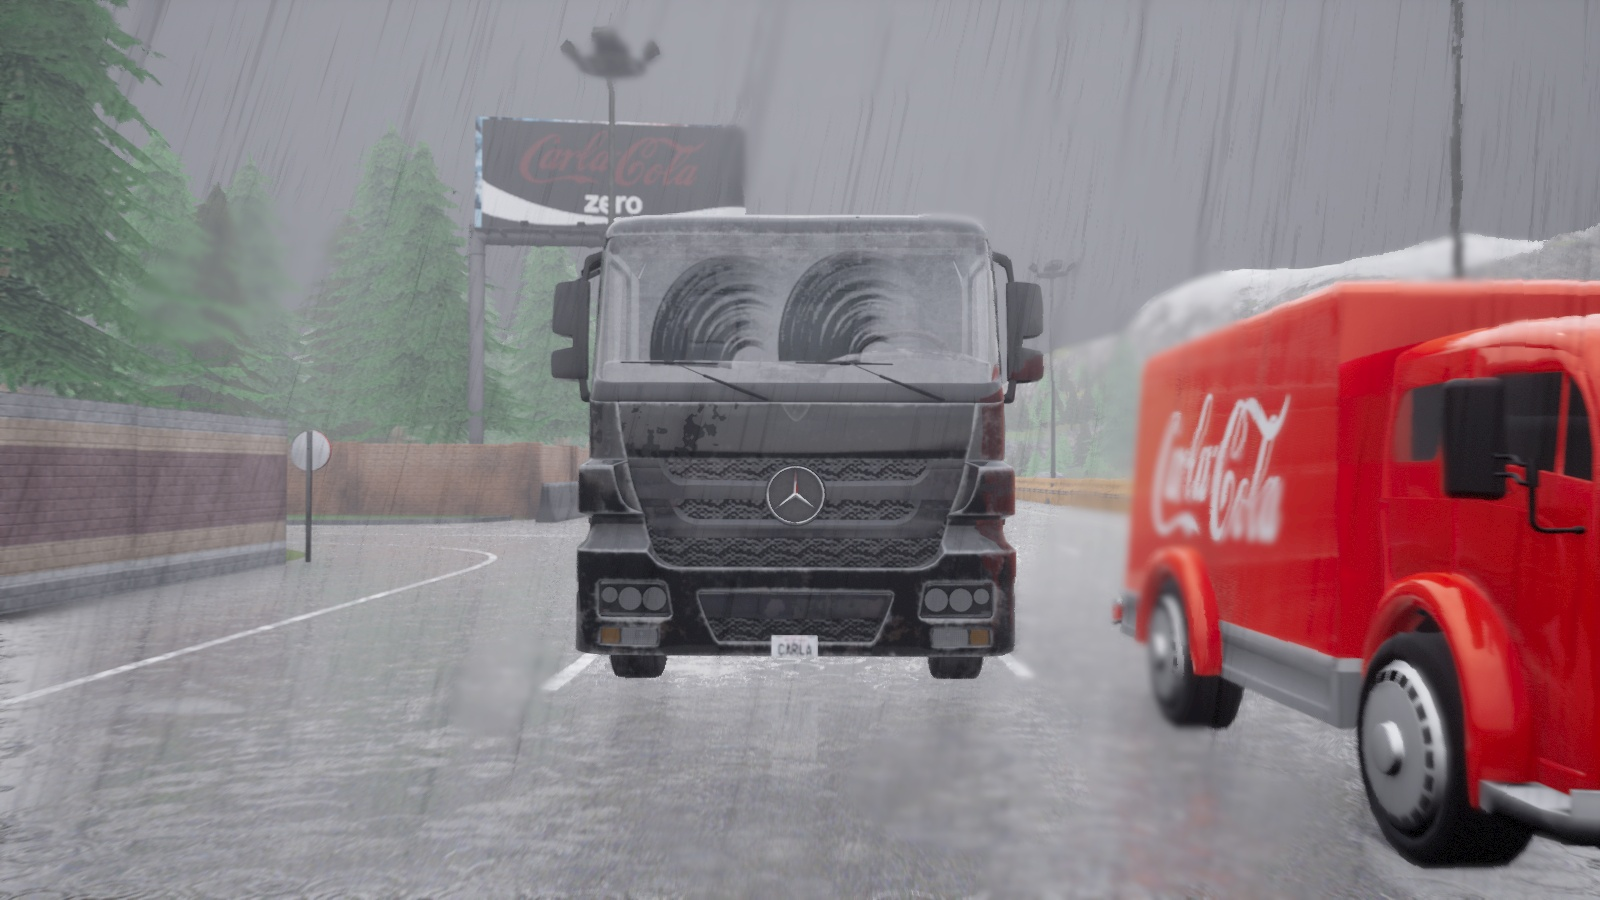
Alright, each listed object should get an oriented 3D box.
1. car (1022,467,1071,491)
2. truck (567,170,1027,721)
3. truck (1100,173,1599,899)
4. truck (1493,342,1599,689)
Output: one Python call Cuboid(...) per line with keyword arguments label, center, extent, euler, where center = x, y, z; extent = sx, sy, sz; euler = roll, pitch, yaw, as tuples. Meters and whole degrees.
Cuboid(label="car", center=(17.578, 2.026, 89.677), extent=(2.152, 1.651, 5.027), euler=(0, -1, -5))
Cuboid(label="truck", center=(0.008, 0.032, 11.884), extent=(2.891, 3.462, 7.936), euler=(0, -1, 1))
Cuboid(label="truck", center=(3.485, 0.426, 6.460), extent=(2.627, 2.467, 5.204), euler=(0, -1, 0))
Cuboid(label="truck", center=(6.987, 0.432, 7.670), extent=(2.627, 2.467, 5.204), euler=(0, -1, 0))
